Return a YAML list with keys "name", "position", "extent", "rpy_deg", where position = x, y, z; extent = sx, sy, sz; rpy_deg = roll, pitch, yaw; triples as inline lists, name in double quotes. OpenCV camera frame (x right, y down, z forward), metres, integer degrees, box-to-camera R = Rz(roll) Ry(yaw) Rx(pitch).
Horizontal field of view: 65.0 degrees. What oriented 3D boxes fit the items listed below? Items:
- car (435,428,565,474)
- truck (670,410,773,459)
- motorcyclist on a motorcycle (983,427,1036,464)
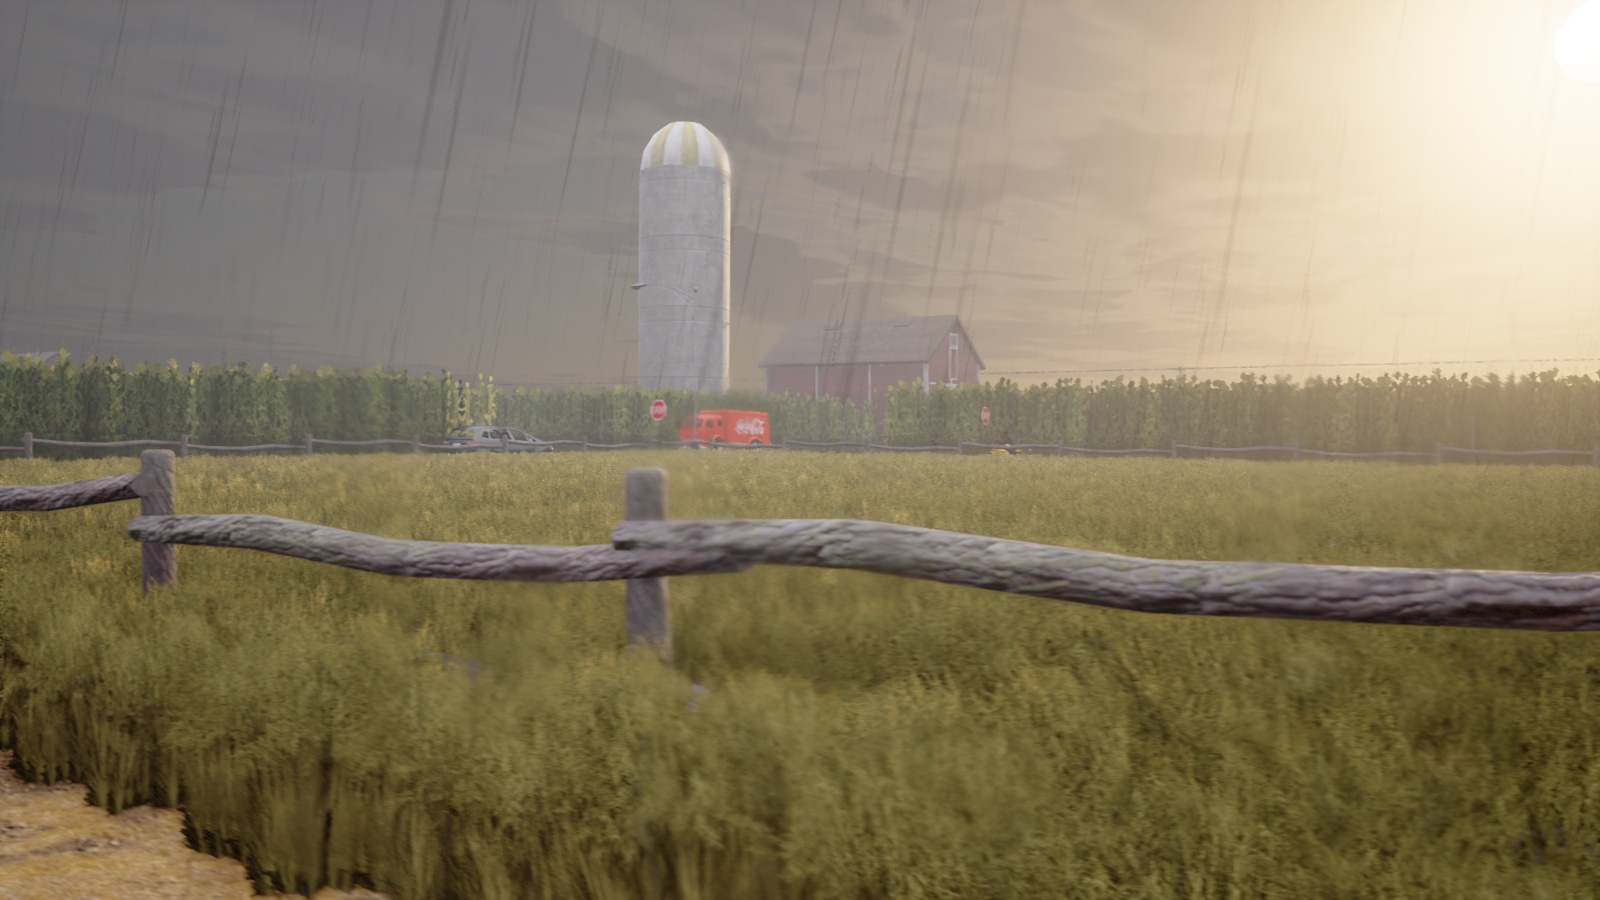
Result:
- name: "car"
  position: [-11.590, 0.002, 48.786]
  extent: [2.242, 1.667, 4.611]
  rpy_deg: [0, 1, 34]
- name: "truck"
  position: [-4.107, -0.774, 66.275]
  extent: [2.627, 2.467, 5.204]
  rpy_deg: [-1, 0, 38]
- name: "motorcyclist on a motorcycle"
  position: [8.772, -0.204, 52.621]
  extent: [2.044, 1.523, 0.797]
  rpy_deg: [1, 1, 34]
